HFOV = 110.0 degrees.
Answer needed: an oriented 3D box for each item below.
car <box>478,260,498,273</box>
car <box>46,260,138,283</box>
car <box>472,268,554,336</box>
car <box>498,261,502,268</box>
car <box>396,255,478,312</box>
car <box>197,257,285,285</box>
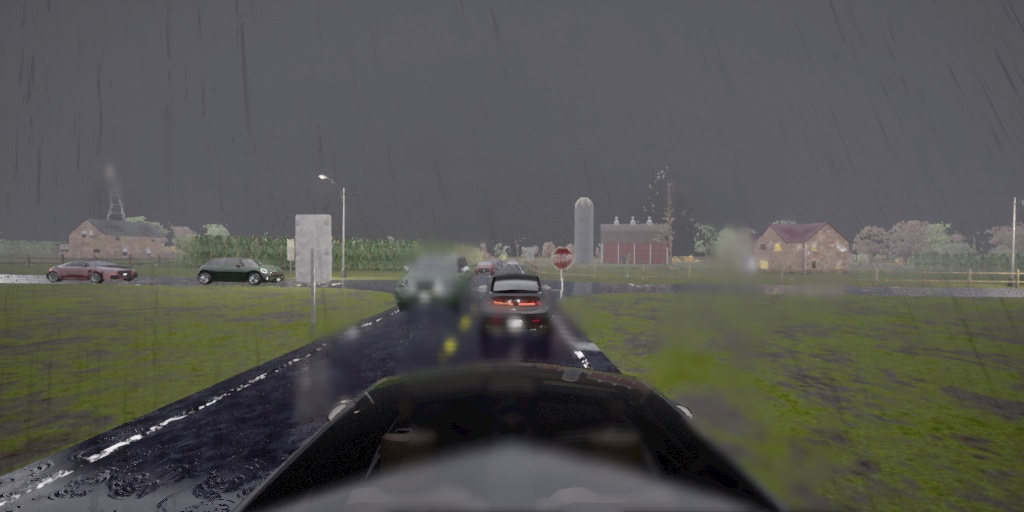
[{"bbox_3d":[-2.872,1.240,39.538,1.882,1.535,5.008,0,0,1],"label":"car"},{"bbox_3d":[-26.708,0.959,22.906,4.181,1.385,1.994,1,1,0],"label":"car"},{"bbox_3d":[0.099,1.253,10.340,1.837,1.490,4.892,0,0,0],"label":"car"},{"bbox_3d":[-2.847,1.264,50.849,2.128,1.511,4.902,0,0,0],"label":"car"},{"bbox_3d":[-2.848,0.970,14.479,2.150,2.045,5.566,0,0,0],"label":"car"},{"bbox_3d":[-17.182,0.889,22.936,4.553,1.767,2.097,1,1,0],"label":"car"}]
